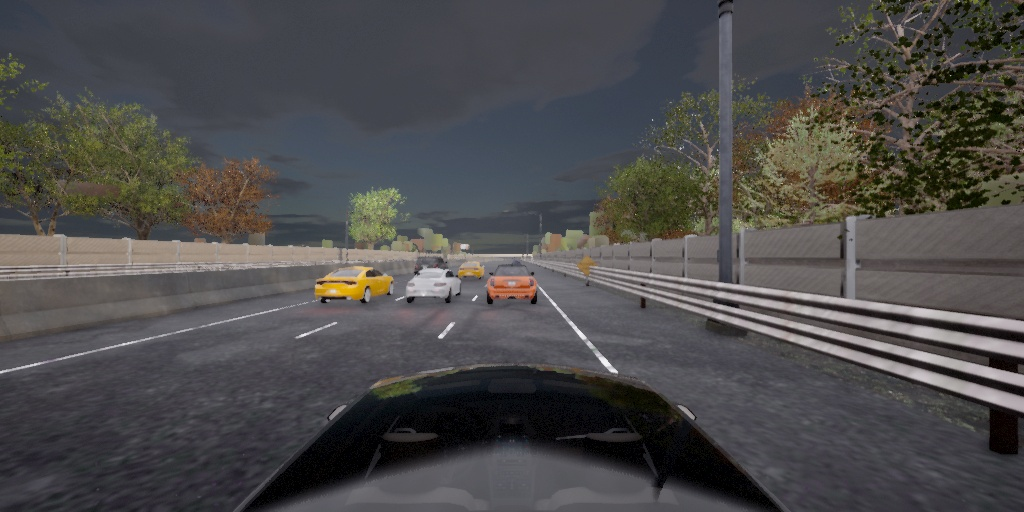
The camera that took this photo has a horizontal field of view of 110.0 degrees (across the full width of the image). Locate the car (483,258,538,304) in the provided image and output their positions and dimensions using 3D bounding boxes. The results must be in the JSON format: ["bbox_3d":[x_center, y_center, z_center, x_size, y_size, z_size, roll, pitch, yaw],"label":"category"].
[{"bbox_3d":[0.000,1.120,16.470,2.097,1.767,4.553,0,0,0],"label":"car"}]

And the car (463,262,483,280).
[{"bbox_3d":[-3.500,1.252,31.501,1.882,1.535,5.008,0,0,0],"label":"car"}]

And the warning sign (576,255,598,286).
[{"bbox_3d":[4.550,0.871,21.754,1.300,1.860,1.060,0,0,0],"label":"warning sign"}]

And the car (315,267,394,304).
[{"bbox_3d":[-7.000,1.238,16.500,1.882,1.535,5.008,0,0,0],"label":"car"}]

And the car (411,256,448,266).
[{"bbox_3d":[-7.000,1.025,31.531,2.150,2.045,5.566,0,0,0],"label":"car"}]

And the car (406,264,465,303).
[{"bbox_3d":[-3.500,1.286,16.500,1.812,1.442,4.674,0,0,0],"label":"car"}]
